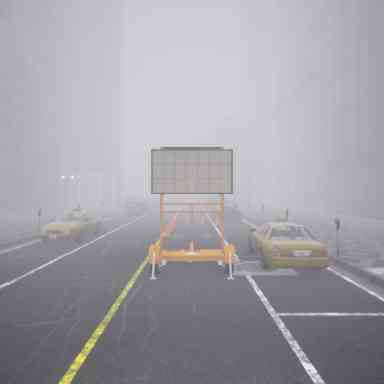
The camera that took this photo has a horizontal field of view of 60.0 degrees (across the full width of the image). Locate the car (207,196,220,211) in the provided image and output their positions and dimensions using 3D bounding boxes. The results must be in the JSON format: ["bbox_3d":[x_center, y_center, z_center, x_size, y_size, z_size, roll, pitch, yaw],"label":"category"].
[{"bbox_3d":[2.862,1.431,33.197,1.967,1.590,4.097,0,0,0],"label":"car"}]

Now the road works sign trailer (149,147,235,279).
[{"bbox_3d":[0.001,0.460,9.952,2.380,3.560,2.880,0,0,0],"label":"road works sign trailer"}]

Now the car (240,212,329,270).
[{"bbox_3d":[2.867,1.520,10.842,1.752,1.417,4.829,0,0,1],"label":"car"}]

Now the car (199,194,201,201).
[{"bbox_3d":[2.865,1.474,61.395,1.967,1.590,4.097,0,0,0],"label":"car"}]

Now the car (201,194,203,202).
[{"bbox_3d":[2.863,1.329,50.116,2.192,1.841,5.009,0,0,0],"label":"car"}]

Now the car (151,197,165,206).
[{"bbox_3d":[-5.661,1.568,55.769,1.887,1.381,4.507,0,0,0],"label":"car"}]

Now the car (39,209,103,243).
[{"bbox_3d":[-5.665,1.517,16.089,1.752,1.417,4.829,0,0,1],"label":"car"}]

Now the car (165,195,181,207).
[{"bbox_3d":[-2.994,1.617,51.580,1.895,1.301,4.718,0,0,0],"label":"car"}]

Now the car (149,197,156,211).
[{"bbox_3d":[-5.663,1.562,38.852,1.947,1.339,4.313,0,0,0],"label":"car"}]

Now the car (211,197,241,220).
[{"bbox_3d":[2.862,1.429,27.559,1.967,1.590,4.097,0,0,0],"label":"car"}]

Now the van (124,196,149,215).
[{"bbox_3d":[-5.662,1.332,33.213,1.690,1.788,3.998,0,0,0],"label":"van"}]

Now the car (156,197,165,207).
[{"bbox_3d":[-5.662,1.454,50.130,1.967,1.590,4.097,0,0,0],"label":"car"}]

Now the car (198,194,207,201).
[{"bbox_3d":[2.866,1.426,89.593,2.192,1.841,5.009,0,0,0],"label":"car"}]

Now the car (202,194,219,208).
[{"bbox_3d":[2.863,1.319,44.477,2.192,1.841,5.009,0,0,0],"label":"car"}]
